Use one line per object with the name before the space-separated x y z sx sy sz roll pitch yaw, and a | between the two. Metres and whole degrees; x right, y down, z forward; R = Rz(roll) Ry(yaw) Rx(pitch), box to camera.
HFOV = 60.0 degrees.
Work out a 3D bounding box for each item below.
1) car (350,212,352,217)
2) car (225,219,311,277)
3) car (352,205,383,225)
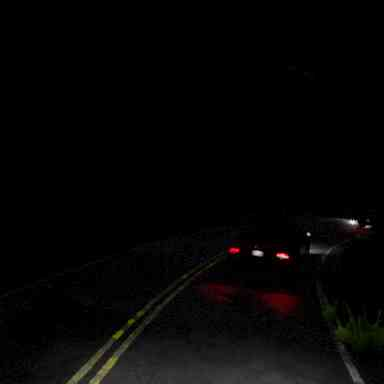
car | 16.689 1.910 30.117 5.357 1.411 2.033 2 3 -32
car | 2.618 1.586 10.543 2.033 1.411 5.357 2 0 23
car | 14.108 1.899 24.298 5.008 1.535 1.882 3 2 -36
